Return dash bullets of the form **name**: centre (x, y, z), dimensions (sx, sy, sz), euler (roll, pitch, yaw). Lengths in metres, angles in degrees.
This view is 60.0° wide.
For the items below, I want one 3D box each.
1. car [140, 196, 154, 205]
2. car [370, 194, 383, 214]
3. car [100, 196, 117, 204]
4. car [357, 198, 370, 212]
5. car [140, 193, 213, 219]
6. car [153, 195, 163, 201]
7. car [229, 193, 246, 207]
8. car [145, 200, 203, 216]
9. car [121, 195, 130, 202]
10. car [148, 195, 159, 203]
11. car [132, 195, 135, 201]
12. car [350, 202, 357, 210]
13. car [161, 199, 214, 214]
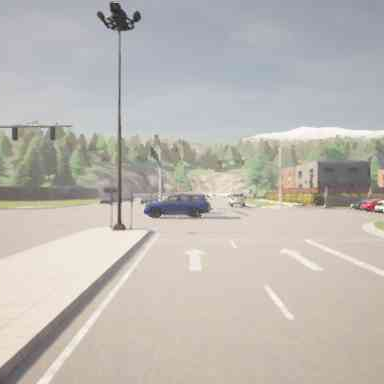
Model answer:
- **car**: centre (-7.990, 1.429, 59.459), dimensions (1.812, 1.442, 4.674), euler (0, 0, 0)
- **car**: centre (20.600, 1.171, 31.732), dimensions (5.566, 2.045, 2.150), euler (0, 0, -1)
- **car**: centre (-14.990, 1.450, 59.821), dimensions (2.033, 1.411, 5.357), euler (0, 0, 0)
- **car**: centre (21.024, 1.165, 35.238), dimensions (5.566, 2.045, 2.150), euler (0, 0, -1)
- **car**: centre (-1.225, 1.176, 28.013), dimensions (5.566, 2.045, 2.150), euler (0, 0, -1)
- **car**: centre (-7.987, 1.424, 78.955), dimensions (1.994, 1.385, 4.181), euler (0, 0, 0)
- **car**: centre (6.778, 1.140, 50.103), dimensions (2.150, 2.045, 5.566), euler (0, 0, 3)
- **car**: centre (-1.639, 1.496, 31.509), dimensions (5.357, 1.411, 2.033), euler (0, 0, -1)
- **car**: centre (-14.988, 1.386, 70.202), dimensions (1.837, 1.490, 4.892), euler (0, 0, 0)
- **car**: centre (-7.988, 1.412, 69.069), dimensions (1.812, 1.442, 4.674), euler (0, 0, 0)
- **car**: centre (-14.986, 1.408, 80.697), dimensions (2.033, 1.411, 5.357), euler (0, 0, 0)
- **car**: centre (21.023, 1.428, 38.761), dimensions (4.902, 1.511, 2.128), euler (0, 0, 0)
- **car**: centre (-0.462, 1.490, 35.020), dimensions (5.357, 1.411, 2.033), euler (0, 0, -1)
